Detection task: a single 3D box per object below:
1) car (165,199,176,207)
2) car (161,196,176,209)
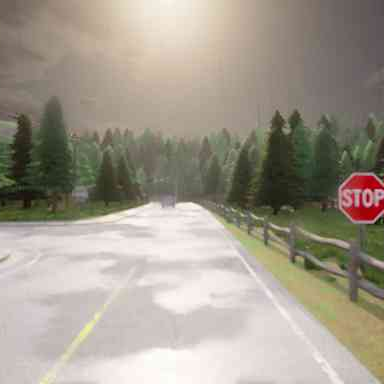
[{"bbox_3d":[-4.146,2.092,63.730,1.994,1.385,4.181,0,0,-2],"label":"car"},{"bbox_3d":[-3.977,1.682,55.671,2.150,2.045,5.566,0,0,-1],"label":"car"}]
